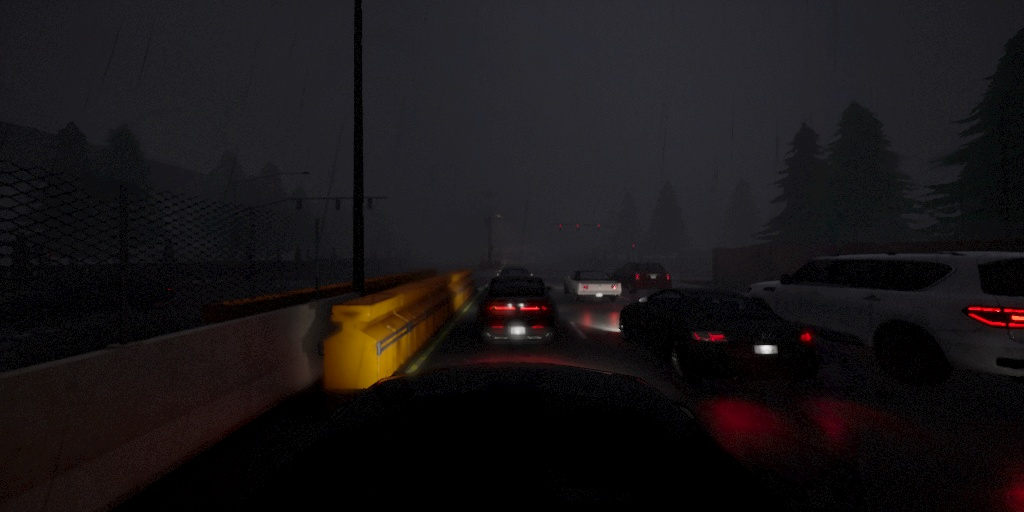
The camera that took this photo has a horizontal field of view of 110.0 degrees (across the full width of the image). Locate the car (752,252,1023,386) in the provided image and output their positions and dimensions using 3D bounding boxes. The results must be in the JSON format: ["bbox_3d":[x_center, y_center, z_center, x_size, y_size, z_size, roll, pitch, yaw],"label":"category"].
[{"bbox_3d":[7.115,0.964,7.085,2.150,2.045,5.566,0,0,0],"label":"car"}]

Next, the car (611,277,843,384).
[{"bbox_3d":[3.622,1.309,7.147,1.994,1.385,4.181,0,0,-1],"label":"car"}]

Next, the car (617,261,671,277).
[{"bbox_3d":[7.152,1.085,20.255,2.097,1.767,4.553,0,0,0],"label":"car"}]

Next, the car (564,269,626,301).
[{"bbox_3d":[3.643,1.336,17.152,1.895,1.301,4.718,0,0,0],"label":"car"}]

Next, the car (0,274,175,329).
[{"bbox_3d":[-14.024,1.288,11.472,2.033,1.411,5.357,0,0,1],"label":"car"}]

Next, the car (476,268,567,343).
[{"bbox_3d":[0.122,1.247,9.600,1.837,1.490,4.892,0,0,0],"label":"car"}]
